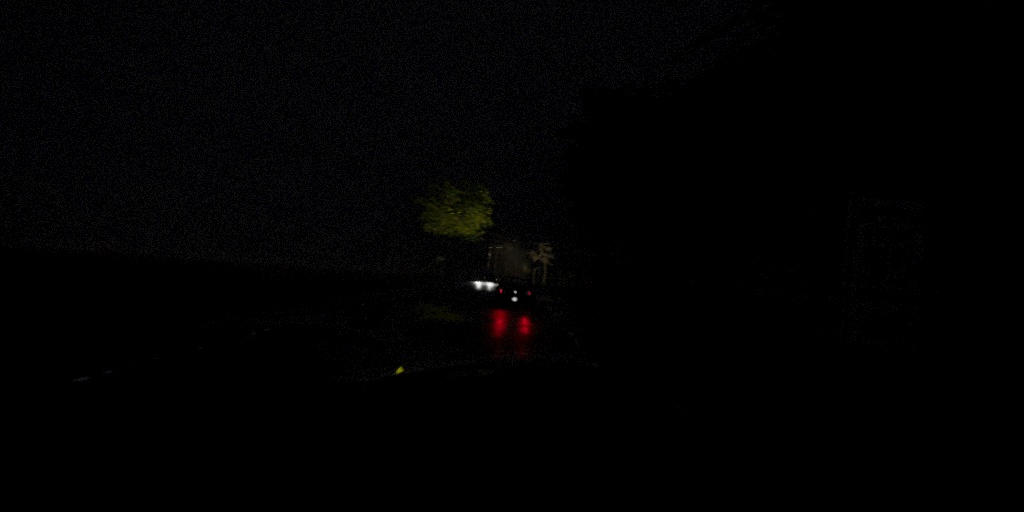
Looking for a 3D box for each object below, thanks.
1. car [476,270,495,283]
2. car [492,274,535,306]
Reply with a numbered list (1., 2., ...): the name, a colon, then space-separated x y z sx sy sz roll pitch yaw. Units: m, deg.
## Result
1. car: -2.953 2.289 41.251 1.994 1.385 4.181 5 -2 1
2. car: 0.179 1.756 18.535 1.895 1.301 4.718 5 -2 1
